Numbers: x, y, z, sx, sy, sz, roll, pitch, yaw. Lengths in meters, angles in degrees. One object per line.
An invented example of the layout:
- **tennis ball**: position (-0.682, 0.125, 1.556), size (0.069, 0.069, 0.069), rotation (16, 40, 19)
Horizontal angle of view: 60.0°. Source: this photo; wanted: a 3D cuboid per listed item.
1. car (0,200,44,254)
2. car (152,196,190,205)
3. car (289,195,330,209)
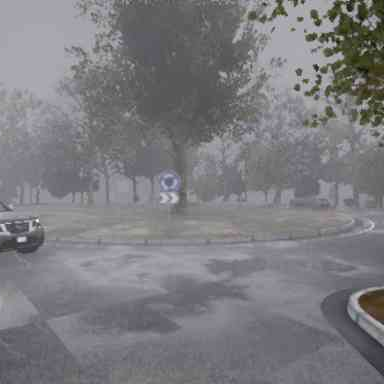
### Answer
- **car**: position (-7.493, 1.038, 10.962), size (5.566, 2.045, 2.150), rotation (0, 1, 25)
- **car**: position (-2.619, 0.827, 41.643), size (4.674, 1.442, 1.812), rotation (0, 1, -1)
- **car**: position (12.058, 0.986, 34.409), size (1.994, 1.385, 4.181), rotation (-1, 1, -31)
